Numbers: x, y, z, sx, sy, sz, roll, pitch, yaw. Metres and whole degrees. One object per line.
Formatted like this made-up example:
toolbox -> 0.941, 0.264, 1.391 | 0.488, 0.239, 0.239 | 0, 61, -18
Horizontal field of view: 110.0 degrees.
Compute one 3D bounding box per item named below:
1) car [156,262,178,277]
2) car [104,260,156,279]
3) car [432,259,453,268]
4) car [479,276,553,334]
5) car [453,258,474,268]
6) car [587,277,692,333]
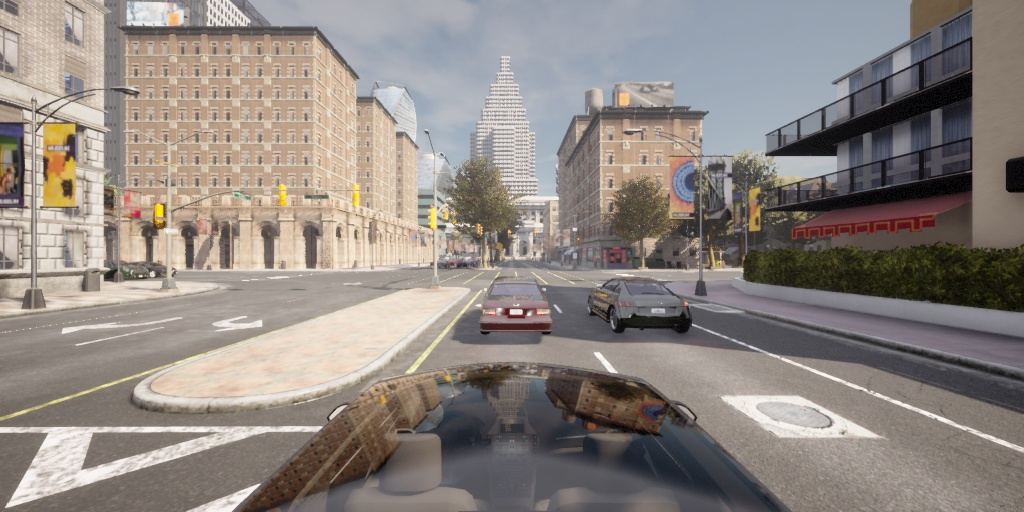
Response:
car -> -34.195, 1.255, 33.522 | 4.892, 1.490, 1.837 | 0, 0, 0
car -> -33.352, 1.102, 30.026 | 4.553, 1.767, 2.097 | 0, 0, 0
car -> -11.634, 1.276, 60.276 | 1.812, 1.442, 4.674 | 0, 0, 0
car -> 0.091, 1.297, 10.541 | 2.033, 1.411, 5.357 | 0, 0, 0
car -> -8.133, 1.351, 60.398 | 1.895, 1.301, 4.718 | 0, 0, 0
car -> 3.588, 1.314, 10.801 | 1.994, 1.385, 4.181 | 0, 0, 0
